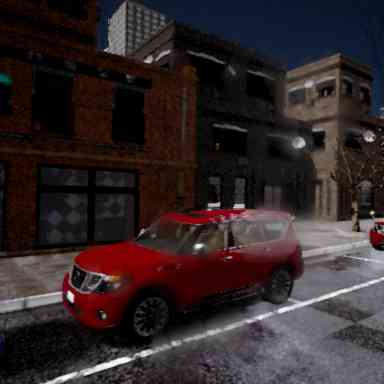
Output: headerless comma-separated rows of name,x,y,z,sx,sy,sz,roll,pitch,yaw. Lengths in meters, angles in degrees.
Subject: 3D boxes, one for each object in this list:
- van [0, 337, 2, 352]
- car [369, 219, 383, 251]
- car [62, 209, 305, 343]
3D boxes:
van,-4.240,1.339,3.512,3.998,1.788,1.690,0,1,-35
car,8.964,1.333,12.935,5.009,1.841,2.192,0,1,-35
car,0.162,1.320,6.652,5.009,1.841,2.192,0,1,-35
